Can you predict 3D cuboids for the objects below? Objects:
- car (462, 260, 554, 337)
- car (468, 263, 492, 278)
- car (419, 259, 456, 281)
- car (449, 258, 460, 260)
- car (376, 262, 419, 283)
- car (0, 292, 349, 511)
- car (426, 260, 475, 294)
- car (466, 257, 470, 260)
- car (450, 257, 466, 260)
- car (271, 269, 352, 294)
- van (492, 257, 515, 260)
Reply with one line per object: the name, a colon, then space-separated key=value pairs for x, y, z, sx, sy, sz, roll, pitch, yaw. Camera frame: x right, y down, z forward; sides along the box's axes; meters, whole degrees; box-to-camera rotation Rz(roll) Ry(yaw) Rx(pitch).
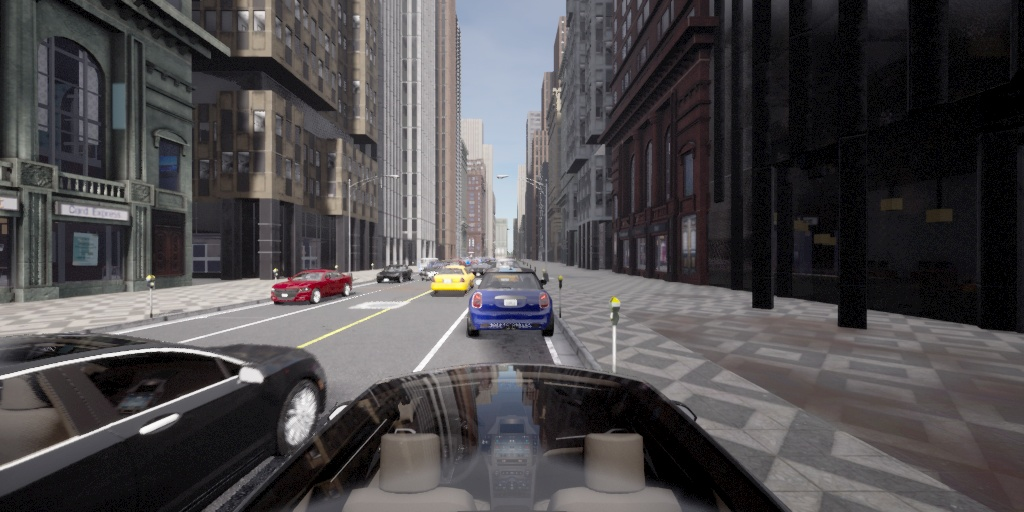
car: x=-0.032 y=1.104 z=10.470 sx=2.097 sy=1.767 sz=4.553 roll=0 pitch=0 yaw=0
car: x=-3.048 y=1.362 z=34.976 sx=1.895 sy=1.301 sz=4.718 roll=0 pitch=0 yaw=0
car: x=-6.242 y=1.250 z=29.877 sx=2.128 sy=1.511 sz=4.902 roll=0 pitch=0 yaw=0
car: x=-8.908 y=1.335 z=50.119 sx=1.948 sy=1.339 sz=4.313 roll=0 pitch=0 yaw=0
car: x=-8.908 y=1.323 z=27.572 sx=1.948 sy=1.339 sz=4.313 roll=0 pitch=0 yaw=0
car: x=-3.055 y=1.256 z=2.183 sx=1.837 sy=1.490 sz=4.892 roll=0 pitch=0 yaw=0
car: x=-3.147 y=1.210 z=20.067 sx=1.801 sy=1.575 sz=5.366 roll=0 pitch=0 yaw=0
car: x=-8.908 y=1.320 z=61.393 sx=1.888 sy=1.381 sz=4.507 roll=0 pitch=0 yaw=0
car: x=-8.908 y=1.086 z=55.755 sx=2.192 sy=1.841 sz=5.009 roll=0 pitch=0 yaw=0
car: x=-8.908 y=1.297 z=16.299 sx=1.888 sy=1.381 sz=4.507 roll=0 pitch=0 yaw=0
van: x=-0.383 y=1.098 z=27.584 sx=1.690 sy=1.789 sz=3.998 roll=0 pitch=0 yaw=0
